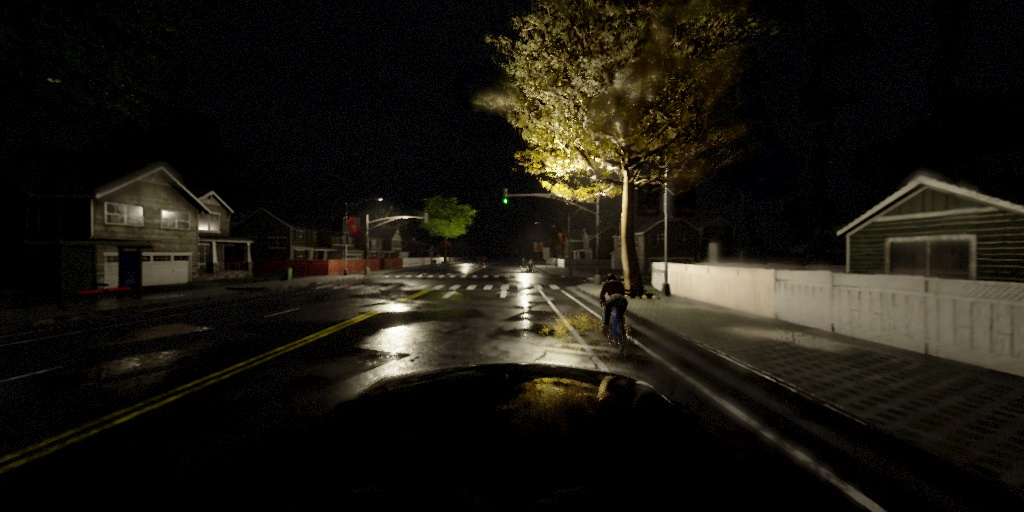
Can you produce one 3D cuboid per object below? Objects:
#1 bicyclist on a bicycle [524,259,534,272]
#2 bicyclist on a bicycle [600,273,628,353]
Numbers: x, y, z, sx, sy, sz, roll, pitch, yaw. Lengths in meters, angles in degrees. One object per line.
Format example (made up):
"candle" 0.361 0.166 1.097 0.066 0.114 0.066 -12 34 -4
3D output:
"bicyclist on a bicycle" 2.267 1.168 43.028 0.866 1.612 1.509 0 0 0
"bicyclist on a bicycle" 2.250 1.203 7.948 0.582 1.620 1.656 0 0 0
